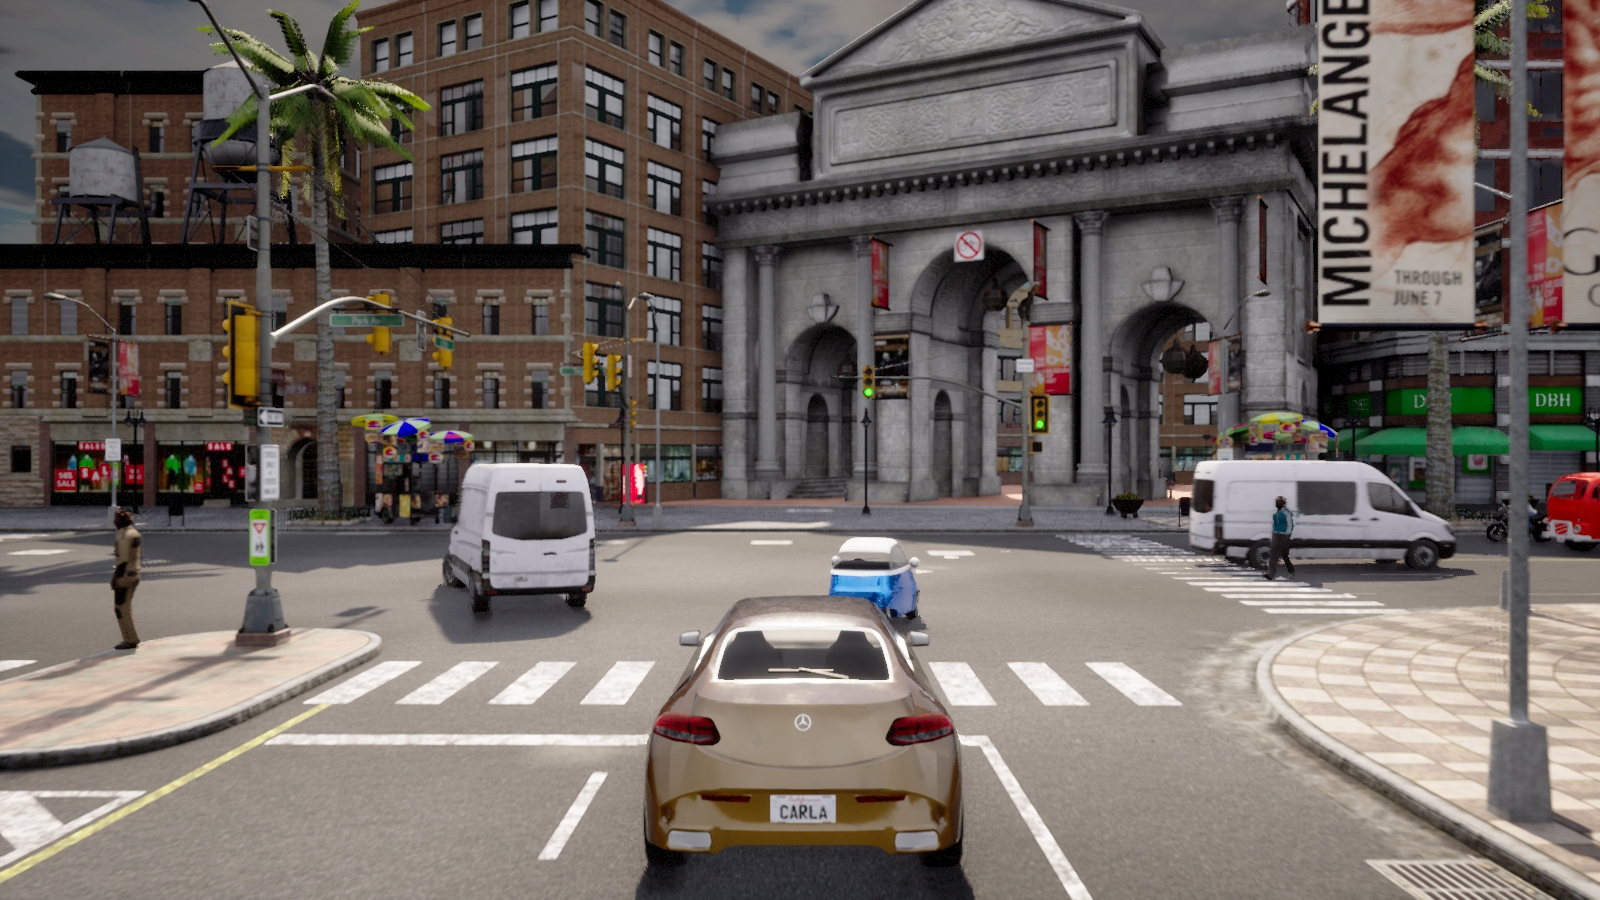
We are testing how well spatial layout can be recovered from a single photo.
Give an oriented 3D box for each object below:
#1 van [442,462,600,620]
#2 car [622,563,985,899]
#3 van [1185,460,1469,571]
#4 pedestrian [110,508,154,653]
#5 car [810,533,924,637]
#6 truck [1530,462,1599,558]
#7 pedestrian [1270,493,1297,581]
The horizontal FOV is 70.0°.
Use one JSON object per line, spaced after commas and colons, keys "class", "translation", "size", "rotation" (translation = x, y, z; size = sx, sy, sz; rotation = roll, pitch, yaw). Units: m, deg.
{"class": "van", "translation": [-5.513, 1.538, 21.894], "size": [1.988, 2.561, 5.915], "rotation": [1, 0, -23]}
{"class": "car", "translation": [0.037, 1.993, 9.302], "size": [2.152, 1.651, 5.027], "rotation": [0, 0, 0]}
{"class": "van", "translation": [12.566, 1.540, 27.542], "size": [5.915, 2.561, 1.988], "rotation": [0, 0, 1]}
{"class": "pedestrian", "translation": [-8.807, 1.706, 15.065], "size": [0.375, 1.860, 0.375], "rotation": [0, 0, -3]}
{"class": "car", "translation": [1.128, 2.124, 18.479], "size": [1.481, 1.376, 2.207], "rotation": [0, 0, 13]}
{"class": "truck", "translation": [23.183, 1.573, 30.902], "size": [5.204, 2.467, 2.627], "rotation": [0, 0, 0]}
{"class": "pedestrian", "translation": [10.395, 1.853, 24.559], "size": [0.375, 1.860, 0.375], "rotation": [0, 0, -30]}
